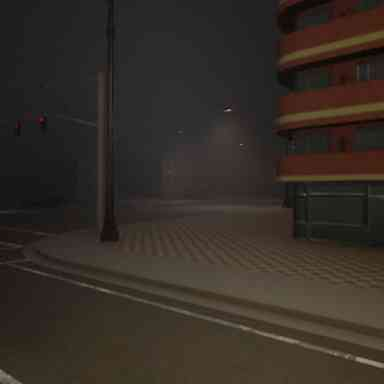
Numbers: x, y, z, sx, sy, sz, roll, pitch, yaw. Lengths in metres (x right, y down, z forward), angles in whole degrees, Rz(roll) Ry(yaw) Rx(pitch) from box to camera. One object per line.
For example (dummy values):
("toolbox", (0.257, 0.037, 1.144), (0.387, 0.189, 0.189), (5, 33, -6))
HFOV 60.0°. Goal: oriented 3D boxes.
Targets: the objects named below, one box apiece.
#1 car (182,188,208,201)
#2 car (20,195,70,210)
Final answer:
("car", (0.572, 0.352, 56.807), (2.150, 2.045, 5.566), (1, 1, 37))
("car", (-15.488, 1.058, 35.231), (1.882, 1.535, 5.008), (1, 1, 37))
